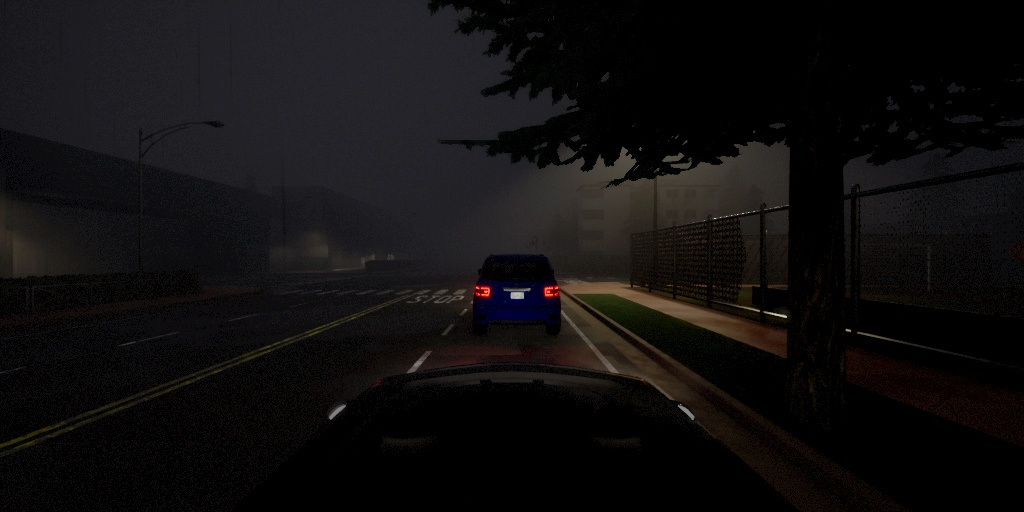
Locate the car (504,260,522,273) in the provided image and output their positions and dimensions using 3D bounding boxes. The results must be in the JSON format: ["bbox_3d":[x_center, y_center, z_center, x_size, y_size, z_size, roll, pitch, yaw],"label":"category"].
[{"bbox_3d":[0.069,1.242,45.524,2.128,1.511,4.902,0,0,0],"label":"car"}]

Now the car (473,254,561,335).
[{"bbox_3d":[0.124,0.972,10.649,2.150,2.045,5.566,0,0,0],"label":"car"}]
